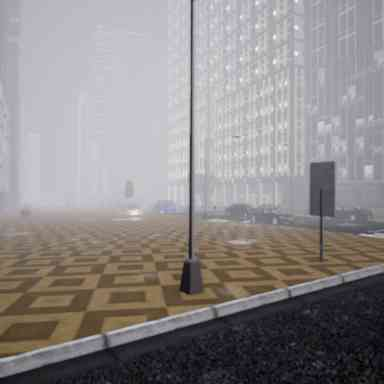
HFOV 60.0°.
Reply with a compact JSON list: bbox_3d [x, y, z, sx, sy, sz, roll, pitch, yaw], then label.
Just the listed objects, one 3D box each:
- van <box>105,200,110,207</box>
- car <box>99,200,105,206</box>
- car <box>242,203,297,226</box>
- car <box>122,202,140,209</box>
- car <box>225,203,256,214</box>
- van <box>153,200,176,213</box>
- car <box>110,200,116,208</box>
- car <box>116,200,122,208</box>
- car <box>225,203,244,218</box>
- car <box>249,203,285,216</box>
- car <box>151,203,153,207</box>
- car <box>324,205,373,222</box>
[{"bbox_3d":[-18.191,2.651,76.659,1.690,1.788,3.998,-1,-1,-26],"label":"van"},{"bbox_3d":[-23.068,3.070,86.791,1.887,1.381,4.507,-1,-1,-26],"label":"car"},{"bbox_3d":[6.219,1.825,25.986,2.008,1.369,4.403,-1,-1,-26],"label":"car"},{"bbox_3d":[-10.866,2.540,61.456,2.008,1.369,4.403,-1,-1,-26],"label":"car"},{"bbox_3d":[6.447,2.186,44.824,1.947,1.339,4.313,-1,-1,-26],"label":"car"},{"bbox_3d":[-3.548,2.018,46.258,1.690,1.788,3.998,-1,-1,-26],"label":"van"},{"bbox_3d":[-15.747,2.747,71.591,1.887,1.381,4.507,-1,-1,-26],"label":"car"},{"bbox_3d":[-13.233,2.617,66.371,1.752,1.417,4.829,-1,-1,-26],"label":"car"},{"bbox_3d":[5.267,1.900,33.960,1.882,1.535,5.008,0,-1,-26],"label":"car"},{"bbox_3d":[8.888,2.084,39.757,1.947,1.339,4.313,-1,-1,-26],"label":"car"},{"bbox_3d":[-4.843,2.413,55.138,1.994,1.385,4.181,0,-1,-25],"label":"car"},{"bbox_3d":[13.768,1.869,29.622,2.008,1.369,4.403,-1,-1,-26],"label":"car"}]
